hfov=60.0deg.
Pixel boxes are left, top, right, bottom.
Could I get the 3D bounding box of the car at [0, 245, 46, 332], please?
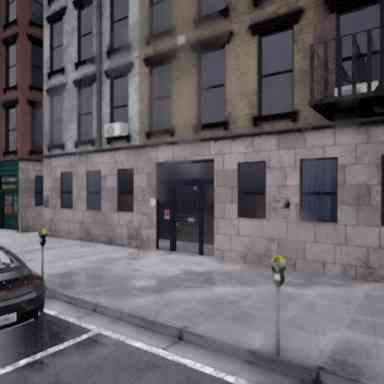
[{"bbox_3d":[-4.360,1.541,5.909,4.403,1.369,2.008,0,0,35],"label":"car"}]
